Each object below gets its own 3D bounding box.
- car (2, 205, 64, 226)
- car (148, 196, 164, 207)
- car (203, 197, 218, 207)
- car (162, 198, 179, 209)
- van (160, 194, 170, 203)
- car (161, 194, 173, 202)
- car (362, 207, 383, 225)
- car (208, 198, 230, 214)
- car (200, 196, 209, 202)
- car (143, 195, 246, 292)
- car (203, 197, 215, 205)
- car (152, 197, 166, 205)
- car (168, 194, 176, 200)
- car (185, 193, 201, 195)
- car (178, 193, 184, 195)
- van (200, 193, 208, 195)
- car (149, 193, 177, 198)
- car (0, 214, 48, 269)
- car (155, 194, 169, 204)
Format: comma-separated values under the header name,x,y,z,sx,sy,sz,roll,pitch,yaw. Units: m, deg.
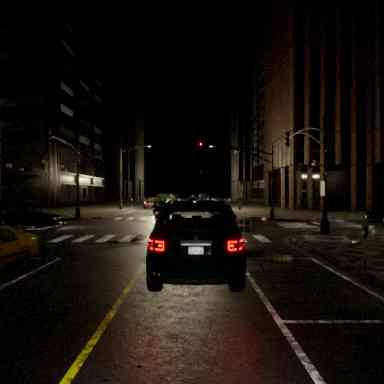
name,x,y,z,sx,sy,sz,roll,pitch,yaw
car,-10.919,1.516,20.748,5.357,1.411,2.033,0,0,-4
car,-5.652,1.452,52.405,1.967,1.590,4.097,0,0,0
car,2.872,1.562,52.405,2.008,1.369,4.403,0,0,0
car,-2.935,1.573,46.491,1.994,1.385,4.181,0,0,1
van,-5.618,1.362,69.232,1.690,1.788,3.998,0,0,0
car,-5.606,1.341,74.843,2.192,1.841,5.009,0,0,0
car,14.853,1.568,23.832,4.892,1.490,1.837,0,0,0
car,2.838,1.446,35.579,1.967,1.590,4.097,0,0,0
car,2.930,1.596,80.450,1.947,1.339,4.313,0,0,0
car,0.098,1.222,9.086,2.150,2.045,5.566,0,0,0
car,2.884,1.580,58.014,1.947,1.339,4.313,0,0,0
car,-5.641,1.565,58.014,2.008,1.369,4.403,0,0,0
car,-5.572,1.482,91.671,1.967,1.590,4.097,0,0,0
car,0.136,1.511,65.844,2.128,1.511,4.902,0,0,0
car,-2.913,1.365,56.369,2.097,1.767,4.553,0,0,1
van,2.907,1.362,69.232,1.690,1.788,3.998,0,0,0
car,-2.996,1.228,36.619,2.150,2.045,5.566,0,0,0
car,-5.743,1.526,8.632,1.752,1.417,4.829,0,0,0
car,-5.629,1.333,63.624,2.192,1.841,5.009,0,0,0
